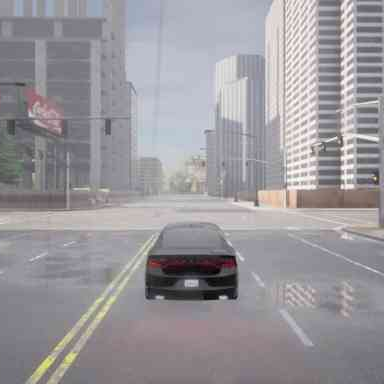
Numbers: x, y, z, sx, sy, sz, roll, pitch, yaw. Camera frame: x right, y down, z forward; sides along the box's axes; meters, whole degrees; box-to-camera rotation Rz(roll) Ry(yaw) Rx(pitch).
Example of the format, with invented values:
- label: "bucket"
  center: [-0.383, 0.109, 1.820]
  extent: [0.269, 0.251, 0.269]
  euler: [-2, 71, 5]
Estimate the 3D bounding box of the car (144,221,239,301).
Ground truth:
- label: "car"
  center: [-0.003, 1.478, 8.420]
  extent: [1.882, 1.535, 5.008]
  euler: [0, 0, 0]
